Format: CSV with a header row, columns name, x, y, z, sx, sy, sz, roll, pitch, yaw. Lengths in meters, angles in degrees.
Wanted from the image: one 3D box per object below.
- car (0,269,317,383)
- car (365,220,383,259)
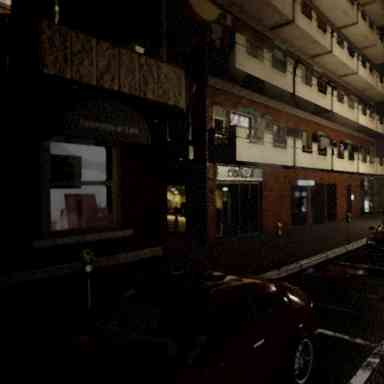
name,x,y,z,sx,sy,sz,roll,pitch,yaw
car,-0.113,1.581,3.459,1.802,1.307,4.206,-1,-1,43
car,7.470,1.545,11.707,2.008,1.369,4.403,-1,-1,43
